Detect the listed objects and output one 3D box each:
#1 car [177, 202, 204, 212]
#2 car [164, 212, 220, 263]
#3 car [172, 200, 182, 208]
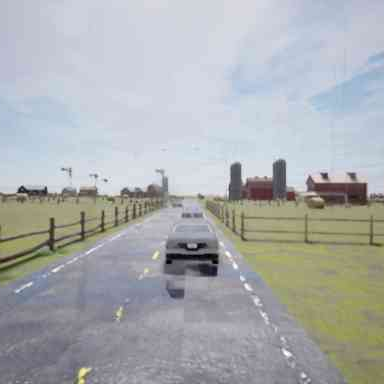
[{"bbox_3d":[0.027,1.855,27.523,2.033,1.411,5.357,0,-1,0],"label":"car"},{"bbox_3d":[0.019,1.688,12.507,2.033,1.411,5.357,0,-1,0],"label":"car"},{"bbox_3d":[-2.736,2.218,63.544,1.837,1.490,4.892,0,-1,1],"label":"car"}]
